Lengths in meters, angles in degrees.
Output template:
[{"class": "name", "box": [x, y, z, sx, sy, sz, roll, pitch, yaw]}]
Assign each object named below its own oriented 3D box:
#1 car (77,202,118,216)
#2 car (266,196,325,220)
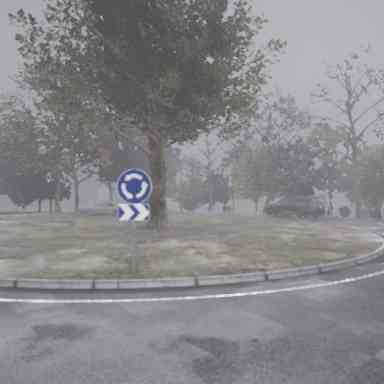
[{"class": "car", "box": [-9.598, 1.768, 35.121, 4.718, 1.301, 1.895, 0, 0, -24]}, {"class": "car", "box": [9.564, 1.414, 31.124, 2.150, 2.045, 5.566, 1, -1, -38]}]
